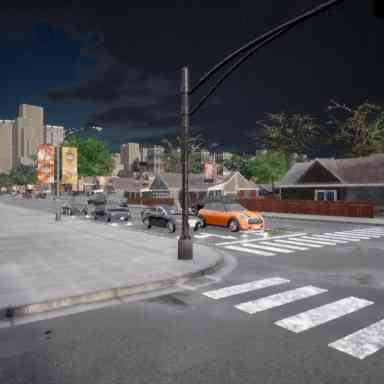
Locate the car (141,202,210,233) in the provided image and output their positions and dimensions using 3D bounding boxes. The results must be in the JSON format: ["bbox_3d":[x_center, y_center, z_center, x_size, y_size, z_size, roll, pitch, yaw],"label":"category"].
[{"bbox_3d":[-1.377,1.592,20.540,2.128,1.511,4.902,0,0,-35],"label":"car"}]

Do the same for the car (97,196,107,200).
[{"bbox_3d":[-10.725,1.731,45.227,1.882,1.535,5.008,0,0,-35],"label":"car"}]

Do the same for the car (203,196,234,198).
[{"bbox_3d":[2.107,1.368,32.812,2.150,2.045,5.566,0,0,-35],"label":"car"}]

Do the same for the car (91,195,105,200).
[{"bbox_3d":[-17.063,1.560,59.741,2.150,2.045,5.566,0,-1,-35],"label":"car"}]

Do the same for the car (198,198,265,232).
[{"bbox_3d":[2.366,1.440,20.911,2.097,1.767,4.553,0,0,-36],"label":"car"}]

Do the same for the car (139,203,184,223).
[{"bbox_3d":[-2.643,1.706,27.930,1.994,1.385,4.181,0,0,-34],"label":"car"}]

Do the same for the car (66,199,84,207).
[{"bbox_3d":[-21.141,1.956,59.872,1.895,1.301,4.718,0,0,-35],"label":"car"}]

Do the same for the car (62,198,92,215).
[{"bbox_3d":[-13.105,1.730,37.033,1.837,1.490,4.892,0,0,-35],"label":"car"}]

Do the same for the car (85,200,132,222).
[{"bbox_3d":[-7.092,1.710,28.556,2.033,1.411,5.357,0,0,-36],"label":"car"}]
